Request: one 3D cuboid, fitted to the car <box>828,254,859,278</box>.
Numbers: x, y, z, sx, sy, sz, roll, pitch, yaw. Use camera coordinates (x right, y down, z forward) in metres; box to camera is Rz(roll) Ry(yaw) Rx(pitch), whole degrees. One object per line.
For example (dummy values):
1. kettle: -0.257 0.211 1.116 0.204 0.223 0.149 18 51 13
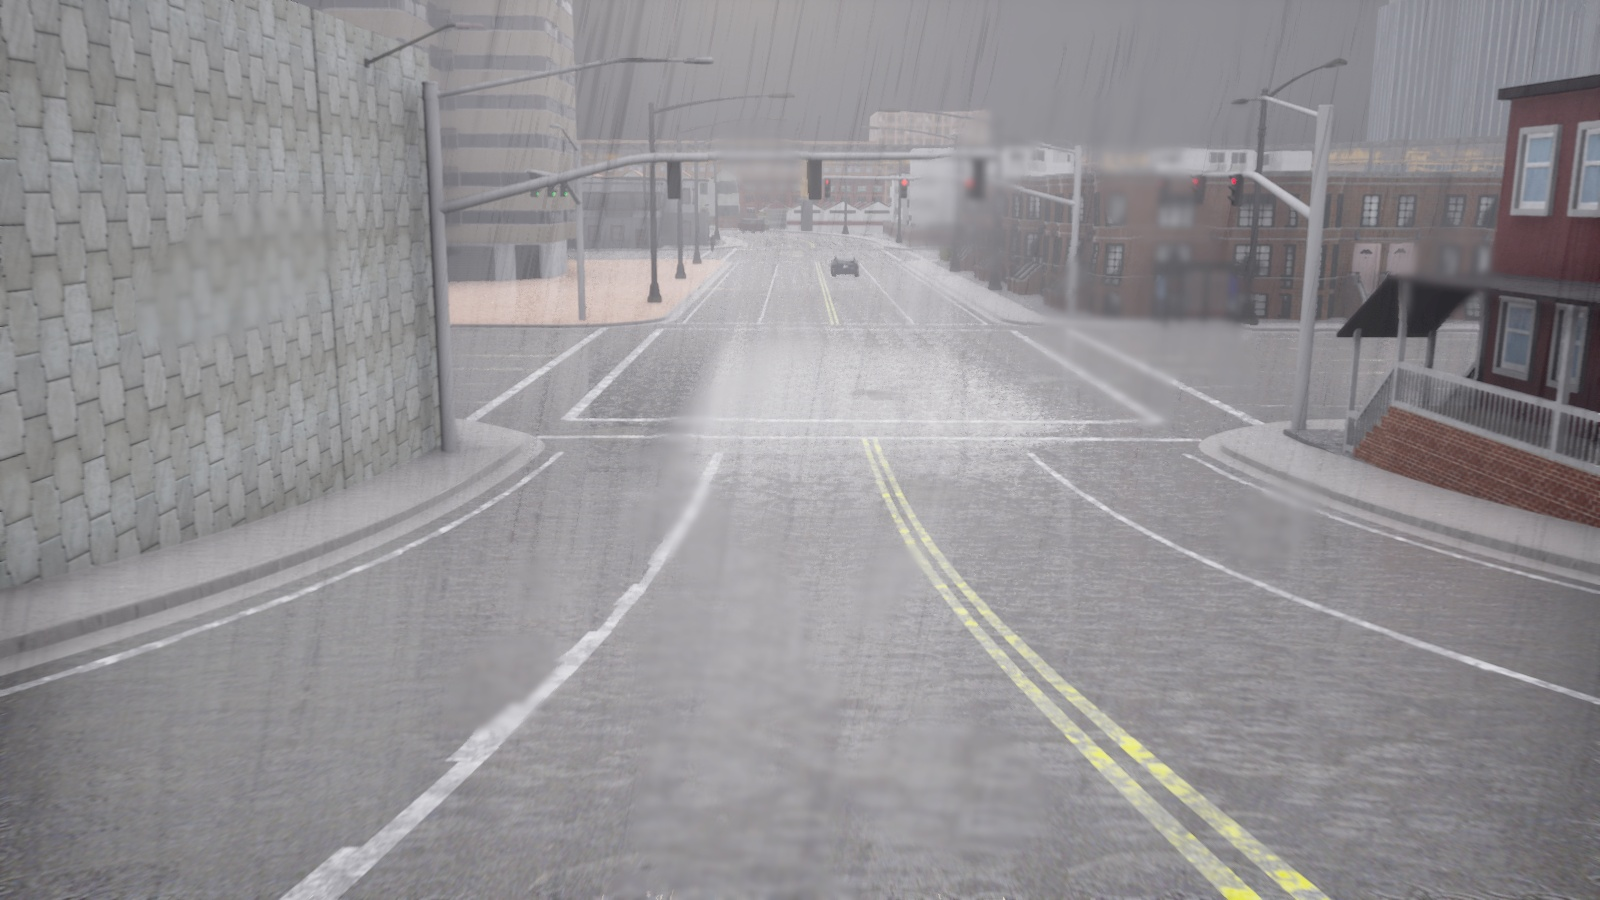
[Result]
1. car: 3.208 -13.759 93.612 2.163 1.488 4.792 0 11 0
